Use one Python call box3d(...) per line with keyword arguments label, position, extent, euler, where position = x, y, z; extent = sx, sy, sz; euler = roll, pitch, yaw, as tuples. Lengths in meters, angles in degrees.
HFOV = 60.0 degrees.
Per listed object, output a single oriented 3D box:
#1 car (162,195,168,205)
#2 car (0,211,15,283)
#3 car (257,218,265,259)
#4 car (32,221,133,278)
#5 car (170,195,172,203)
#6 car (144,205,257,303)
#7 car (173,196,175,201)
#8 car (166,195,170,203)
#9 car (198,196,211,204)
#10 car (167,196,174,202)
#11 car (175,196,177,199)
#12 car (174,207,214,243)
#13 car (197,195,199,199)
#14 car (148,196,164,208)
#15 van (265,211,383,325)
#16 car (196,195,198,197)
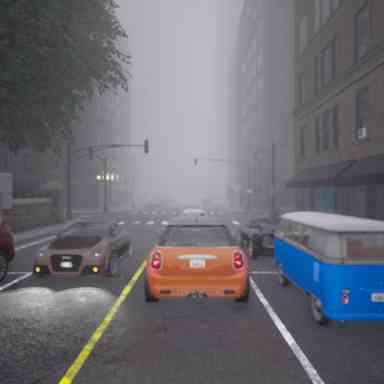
box3d(label="car", position=(-5.692, 1.707, 55.981), extent=(2.008, 1.369, 4.403), euler=(0, 0, 0))
box3d(label="car", position=(-5.672, 1.337, 6.843), extent=(2.192, 1.841, 5.009), euler=(0, 0, 0))
box3d(label="car", position=(2.851, 1.605, 12.546), extent=(1.947, 1.339, 4.313), euler=(0, 0, 0))
box3d(label="car", position=(-3.067, 1.596, 10.132), extent=(1.994, 1.385, 4.181), euler=(0, 0, 0))
box3d(label="car", position=(-5.696, 1.736, 66.883), extent=(1.887, 1.381, 4.507), euler=(0, 0, 0))
box3d(label="car", position=(0.098, 1.380, 8.437), extent=(2.097, 1.767, 4.553), euler=(0, 0, 0))
box3d(label="car", position=(-5.701, 1.781, 77.784), extent=(2.008, 1.369, 4.403), euler=(0, 0, 0))
box3d(label="car", position=(-5.694, 1.718, 61.432), extent=(1.887, 1.381, 4.507), euler=(0, 0, 0))
box3d(label="car", position=(2.828, 1.632, 66.923), extent=(1.967, 1.590, 4.097), euler=(0, 0, 0))
box3d(label="car", position=(-5.705, 1.796, 88.516), extent=(1.752, 1.417, 4.829), euler=(0, 0, 0))
box3d(label="car", position=(-5.704, 1.565, 83.236), extent=(2.192, 1.841, 5.009), euler=(0, 0, 0))
box3d(label="car", position=(0.094, 1.579, 17.439), extent=(1.812, 1.442, 4.674), euler=(0, 0, 0))
box3d(label="car", position=(2.824, 1.781, 77.819), extent=(2.008, 1.369, 4.403), euler=(0, 0, 0))
box3d(label="car", position=(-5.690, 1.665, 50.361), extent=(1.752, 1.417, 4.829), euler=(0, 0, 0))
box3d(label="van", position=(2.853, 1.363, 6.886), extent=(1.690, 1.788, 3.998), euler=(0, 0, 0))
box3d(label="car", position=(2.817, 1.819, 94.334), extent=(1.752, 1.417, 4.829), euler=(0, 0, 0))
